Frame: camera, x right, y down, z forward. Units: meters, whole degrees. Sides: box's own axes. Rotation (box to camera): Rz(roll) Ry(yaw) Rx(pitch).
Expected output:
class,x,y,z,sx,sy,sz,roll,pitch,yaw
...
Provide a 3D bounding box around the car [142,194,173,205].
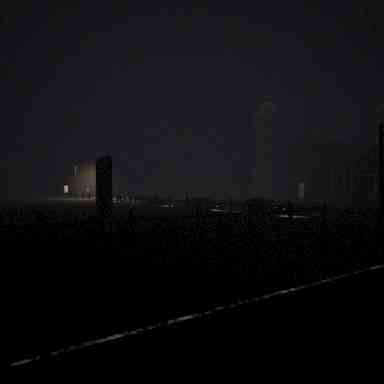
class,x,y,z,sx,sy,sz,roll,pitch,yaw
car,-4.854,1.155,49.038,2.033,1.411,5.357,-1,1,-36

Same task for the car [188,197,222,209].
class,x,y,z,sx,sy,sz,roll,pitch,yaw
car,1.327,1.257,40.426,2.033,1.411,5.357,-1,1,-36

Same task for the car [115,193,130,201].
class,x,y,z,sx,sy,sz,roll,pitch,yaw
car,-13.565,0.905,66.023,1.837,1.490,4.892,-1,1,-36

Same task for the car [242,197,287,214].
class,x,y,z,sx,sy,sz,roll,pitch,yaw
car,7.038,1.306,32.480,1.837,1.490,4.892,-1,1,-36

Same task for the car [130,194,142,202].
class,x,y,z,sx,sy,sz,roll,pitch,yaw
car,-8.707,1.084,59.292,1.895,1.301,4.718,-1,1,-36
